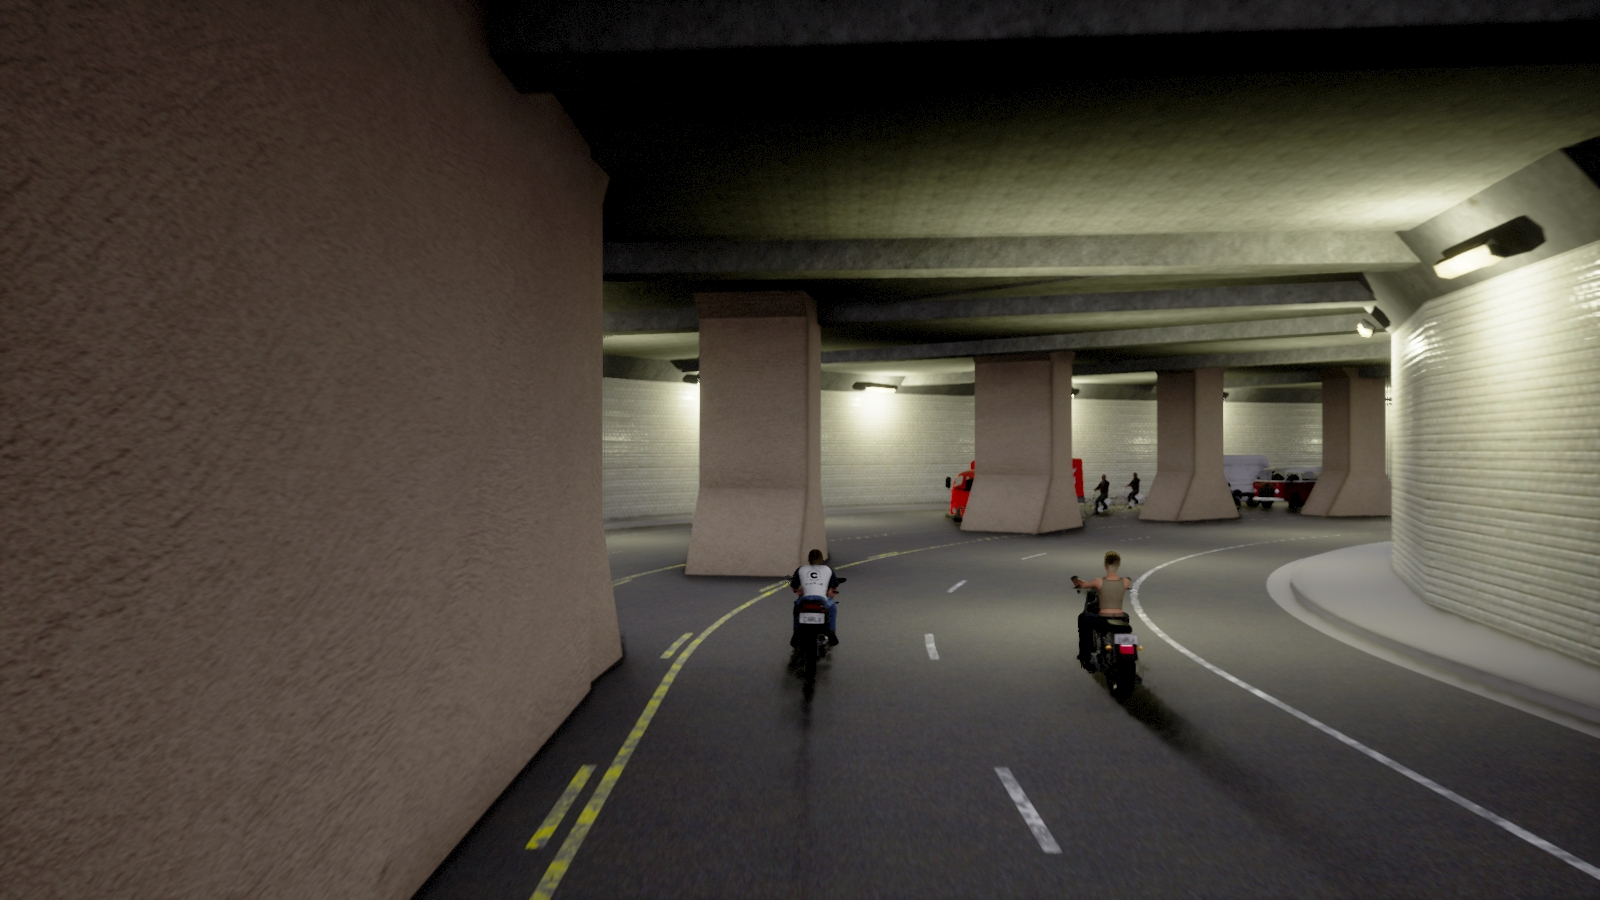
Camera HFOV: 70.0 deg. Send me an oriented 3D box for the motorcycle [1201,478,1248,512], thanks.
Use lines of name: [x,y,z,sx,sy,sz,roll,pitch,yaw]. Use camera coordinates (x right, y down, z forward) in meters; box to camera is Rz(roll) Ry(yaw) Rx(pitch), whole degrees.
motorcycle: [19.298,2.031,51.963,2.033,1.505,0.803,0,0,-24]

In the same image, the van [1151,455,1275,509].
van: [20.321,1.533,56.199,5.915,2.561,1.988,0,0,-23]

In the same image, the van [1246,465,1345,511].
van: [23.759,1.781,54.731,4.480,2.038,2.069,0,0,-30]

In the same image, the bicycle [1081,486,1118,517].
bicycle: [12.637,2.169,48.190,1.835,1.251,0.329,0,0,-33]

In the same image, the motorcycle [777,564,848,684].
motorcycle: [0.189,2.173,14.629,0.803,1.224,2.033,0,0,3]

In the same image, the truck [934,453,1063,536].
truck: [7.903,1.666,45.202,2.627,2.467,5.204,8,9,39]
